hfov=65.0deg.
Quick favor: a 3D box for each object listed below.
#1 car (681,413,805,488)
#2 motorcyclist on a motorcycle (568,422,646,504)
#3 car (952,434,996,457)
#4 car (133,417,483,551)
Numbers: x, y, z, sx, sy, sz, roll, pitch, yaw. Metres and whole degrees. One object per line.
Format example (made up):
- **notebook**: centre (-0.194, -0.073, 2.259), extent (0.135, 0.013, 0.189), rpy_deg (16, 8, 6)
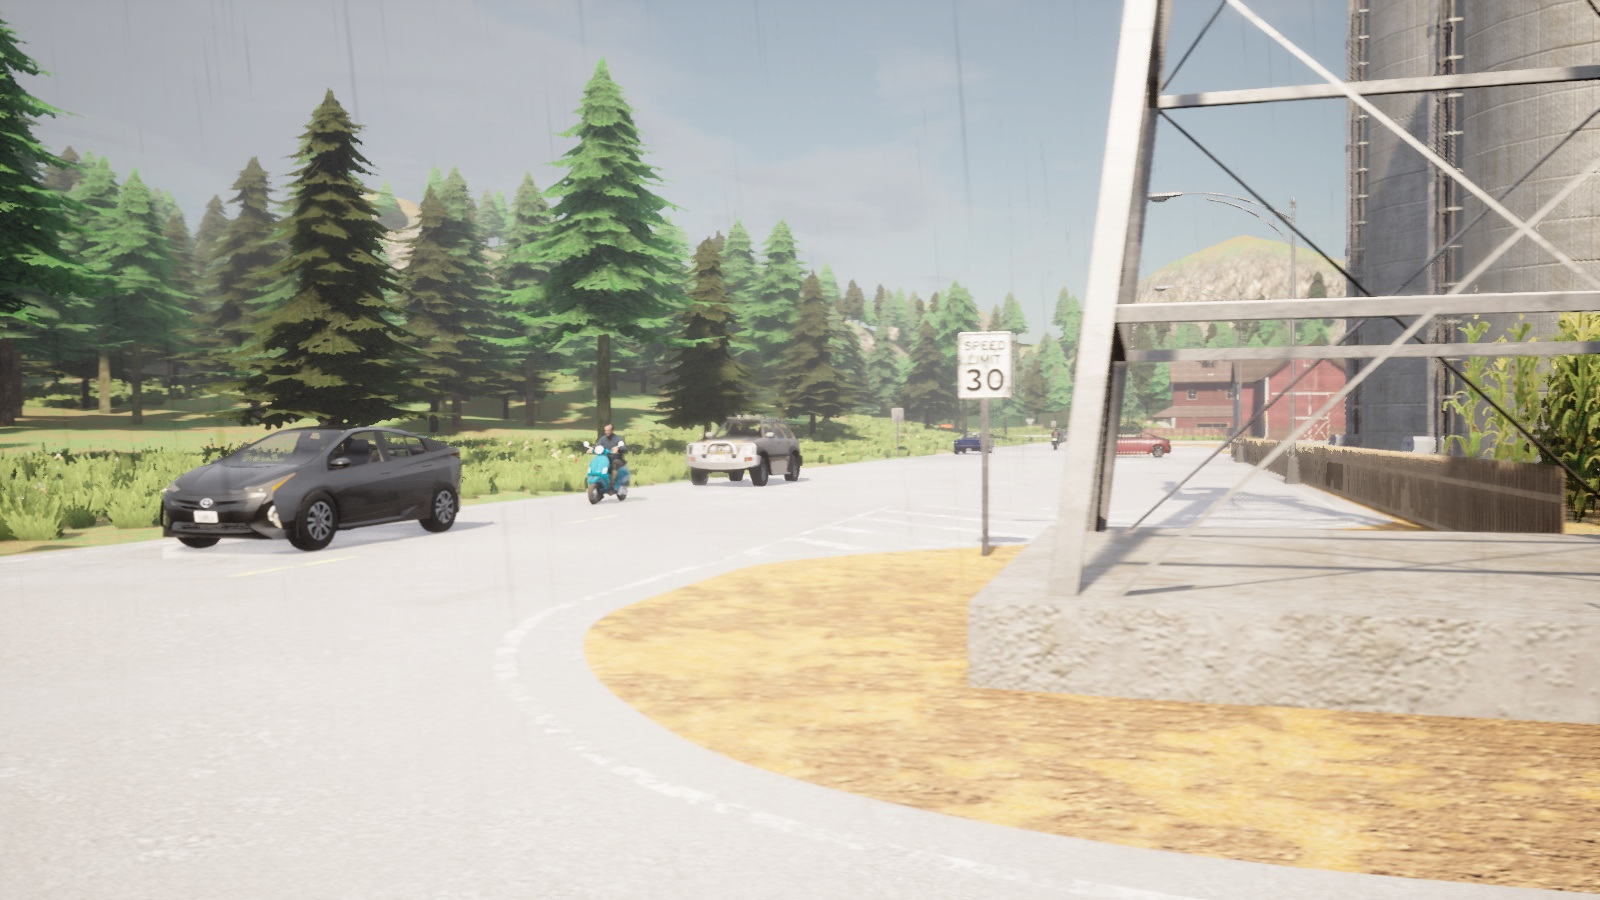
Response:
- **car**: centre (-1.420, -0.020, 33.616), extent (1.932, 1.855, 4.605), rpy_deg (0, 1, 16)
- **motorcyclist on a motorcycle**: centre (-3.850, 0.236, 25.246), extent (0.866, 1.590, 1.817), rpy_deg (0, 1, 16)
- **car**: centre (10.313, -0.312, 74.071), extent (1.895, 1.301, 4.718), rpy_deg (0, 1, 16)
- **car**: centre (-6.307, 0.351, 16.776), extent (2.007, 1.525, 4.514), rpy_deg (0, 1, 16)
